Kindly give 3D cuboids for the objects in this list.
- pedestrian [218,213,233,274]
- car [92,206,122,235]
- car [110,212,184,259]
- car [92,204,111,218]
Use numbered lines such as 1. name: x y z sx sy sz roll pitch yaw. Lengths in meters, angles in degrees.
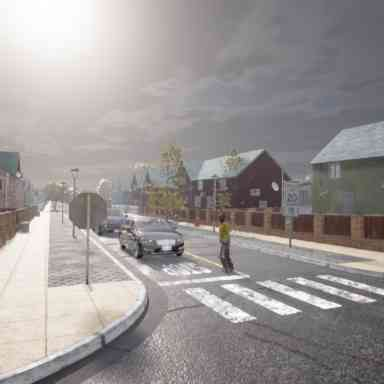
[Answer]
1. pedestrian: 0.972 1.506 9.970 0.375 1.860 0.375 0 0 -23
2. car: -5.615 1.940 23.028 2.097 1.767 4.553 1 -2 -23
3. car: -1.868 1.819 14.227 2.128 1.511 4.902 1 -2 -23
4. car: -13.137 2.714 48.171 2.097 1.767 4.553 1 -2 -23
